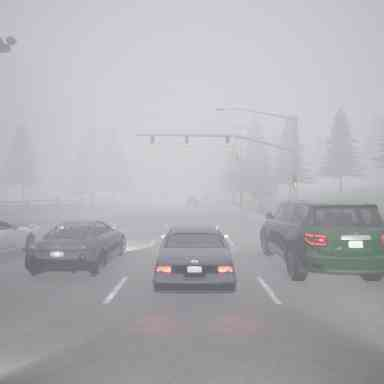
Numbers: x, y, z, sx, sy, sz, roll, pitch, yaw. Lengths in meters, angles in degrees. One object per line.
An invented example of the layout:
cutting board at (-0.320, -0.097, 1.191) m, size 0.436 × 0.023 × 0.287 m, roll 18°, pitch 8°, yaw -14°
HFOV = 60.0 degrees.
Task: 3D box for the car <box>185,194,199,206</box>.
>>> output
car at (0.006, 1.351, 52.996) m, size 2.097 × 1.767 × 4.553 m, roll 0°, pitch 0°, yaw 0°

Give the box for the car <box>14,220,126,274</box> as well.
car at (-3.428, 1.564, 10.523) m, size 1.994 × 1.385 × 4.181 m, roll 0°, pitch 0°, yaw 1°

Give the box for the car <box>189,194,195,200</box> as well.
car at (0.015, 1.310, 94.059) m, size 1.882 × 1.535 × 5.008 m, roll 0°, pitch 0°, yaw 0°

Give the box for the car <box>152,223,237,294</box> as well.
car at (0.068, 1.547, 8.957) m, size 2.033 × 1.411 × 5.357 m, roll 0°, pitch 0°, yaw 0°

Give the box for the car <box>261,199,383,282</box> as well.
car at (3.573, 1.223, 9.901) m, size 2.150 × 2.045 × 5.566 m, roll 0°, pitch 0°, yaw 0°

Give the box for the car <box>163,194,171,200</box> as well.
car at (-6.985, 1.384, 94.060) m, size 1.994 × 1.385 × 4.181 m, roll 0°, pitch 0°, yaw 0°

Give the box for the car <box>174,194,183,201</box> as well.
car at (-3.487, 1.516, 84.056) m, size 1.812 × 1.442 × 4.674 m, roll 0°, pitch 0°, yaw 0°

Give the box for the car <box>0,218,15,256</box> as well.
car at (-6.923, 1.525, 10.872) m, size 1.812 × 1.442 × 4.674 m, roll 0°, pitch 0°, yaw 0°

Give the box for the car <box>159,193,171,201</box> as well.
car at (-6.987, 1.216, 83.670) m, size 2.150 × 2.045 × 5.566 m, roll 0°, pitch 0°, yaw 0°

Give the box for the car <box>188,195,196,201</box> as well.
car at (0.013, 1.531, 83.639) m, size 2.033 × 1.411 × 5.357 m, roll 0°, pitch 0°, yaw 0°

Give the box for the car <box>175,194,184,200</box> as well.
car at (-3.485, 1.357, 94.060) m, size 2.128 × 1.511 × 4.902 m, roll 0°, pitch 0°, yaw 0°

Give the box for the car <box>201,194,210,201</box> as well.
car at (3.513, 1.491, 83.639) m, size 1.837 × 1.490 × 4.892 m, roll 0°, pitch 0°, yaw 0°

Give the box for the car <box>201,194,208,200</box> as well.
car at (3.515, 1.310, 94.059) m, size 1.882 × 1.535 × 5.008 m, roll 0°, pitch 0°, yaw 0°
